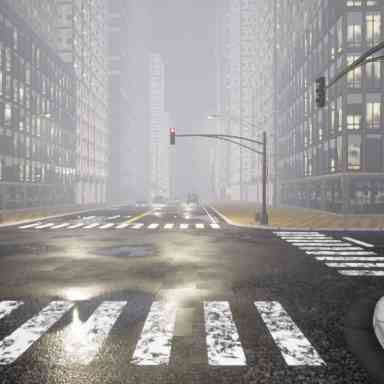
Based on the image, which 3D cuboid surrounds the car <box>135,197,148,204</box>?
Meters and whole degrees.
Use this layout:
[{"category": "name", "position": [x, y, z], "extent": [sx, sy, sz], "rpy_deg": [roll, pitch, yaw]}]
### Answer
[{"category": "car", "position": [-9.622, 1.663, 64.357], "extent": [2.033, 1.411, 5.357], "rpy_deg": [0, 0, 0]}]

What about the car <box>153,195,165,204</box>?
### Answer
[{"category": "car", "position": [-6.372, 1.468, 64.382], "extent": [2.097, 1.767, 4.553], "rpy_deg": [0, 0, 0]}]

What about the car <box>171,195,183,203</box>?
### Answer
[{"category": "car", "position": [-3.110, 1.495, 70.178], "extent": [2.128, 1.511, 4.902], "rpy_deg": [0, 0, 0]}]

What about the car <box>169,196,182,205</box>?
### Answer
[{"category": "car", "position": [-3.130, 1.702, 60.206], "extent": [1.895, 1.301, 4.718], "rpy_deg": [0, 0, 0]}]

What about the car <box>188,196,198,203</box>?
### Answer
[{"category": "car", "position": [0.141, 1.540, 70.588], "extent": [1.994, 1.385, 4.181], "rpy_deg": [0, 0, 0]}]

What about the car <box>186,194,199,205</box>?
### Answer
[{"category": "car", "position": [0.120, 1.322, 60.201], "extent": [2.150, 2.045, 5.566], "rpy_deg": [0, 0, 0]}]
